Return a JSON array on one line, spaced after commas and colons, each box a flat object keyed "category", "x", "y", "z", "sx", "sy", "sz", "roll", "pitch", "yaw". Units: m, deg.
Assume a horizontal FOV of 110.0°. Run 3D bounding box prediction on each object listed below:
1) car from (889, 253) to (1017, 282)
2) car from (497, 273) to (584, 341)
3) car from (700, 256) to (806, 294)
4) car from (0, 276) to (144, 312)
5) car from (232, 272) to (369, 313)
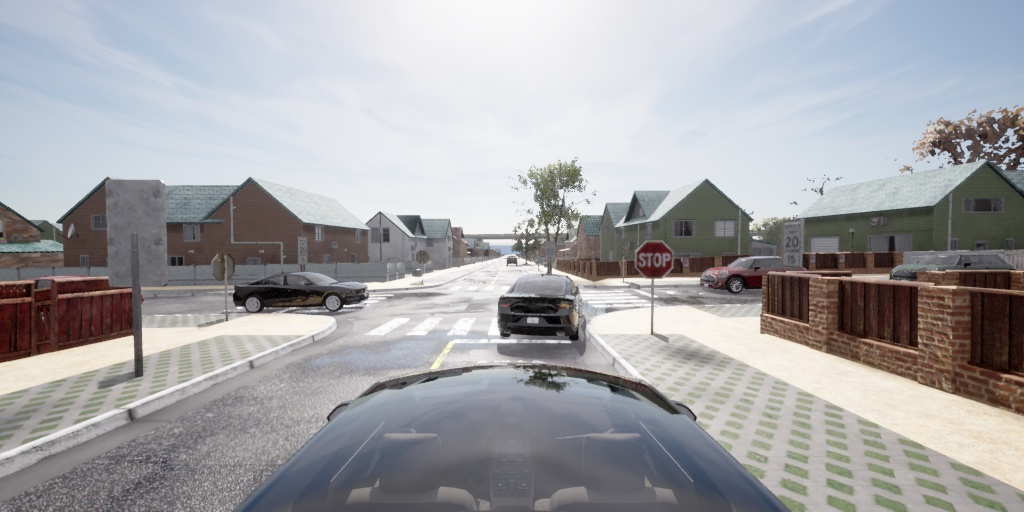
[{"category": "car", "x": 21.703, "y": 0.646, "z": 17.756, "sx": 4.553, "sy": 1.767, "sz": 2.097, "roll": -1, "pitch": 2, "yaw": 0}, {"category": "car", "x": 0.958, "y": 1.225, "z": 10.077, "sx": 1.882, "sy": 1.535, "sz": 5.008, "roll": 0, "pitch": 0, "yaw": 12}, {"category": "car", "x": 11.808, "y": 0.821, "z": 17.686, "sx": 4.553, "sy": 1.767, "sz": 2.097, "roll": -1, "pitch": 2, "yaw": 0}, {"category": "car", "x": -18.020, "y": 1.547, "z": 14.542, "sx": 5.008, "sy": 1.535, "sz": 1.882, "roll": -1, "pitch": 2, "yaw": 0}, {"category": "car", "x": -8.467, "y": 1.377, "z": 14.604, "sx": 5.008, "sy": 1.535, "sz": 1.882, "roll": -1, "pitch": 2, "yaw": 0}]
